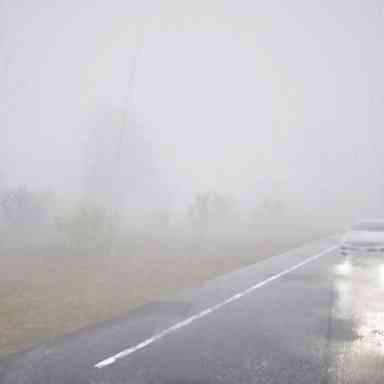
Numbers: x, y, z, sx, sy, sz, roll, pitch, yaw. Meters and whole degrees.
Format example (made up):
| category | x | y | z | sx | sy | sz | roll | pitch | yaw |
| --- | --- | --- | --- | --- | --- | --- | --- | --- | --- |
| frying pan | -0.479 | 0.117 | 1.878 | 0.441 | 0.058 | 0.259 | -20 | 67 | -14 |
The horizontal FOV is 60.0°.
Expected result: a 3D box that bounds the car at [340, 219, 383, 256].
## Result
| category | x | y | z | sx | sy | sz | roll | pitch | yaw |
| --- | --- | --- | --- | --- | --- | --- | --- | --- | --- |
| car | 7.813 | 1.918 | 14.523 | 1.812 | 1.442 | 4.674 | -3 | -3 | 36 |
